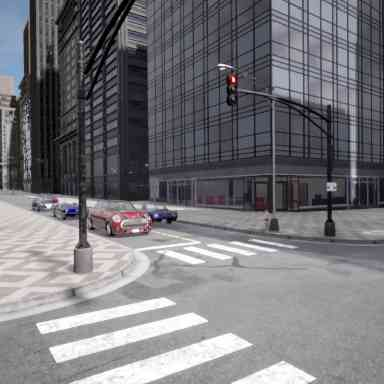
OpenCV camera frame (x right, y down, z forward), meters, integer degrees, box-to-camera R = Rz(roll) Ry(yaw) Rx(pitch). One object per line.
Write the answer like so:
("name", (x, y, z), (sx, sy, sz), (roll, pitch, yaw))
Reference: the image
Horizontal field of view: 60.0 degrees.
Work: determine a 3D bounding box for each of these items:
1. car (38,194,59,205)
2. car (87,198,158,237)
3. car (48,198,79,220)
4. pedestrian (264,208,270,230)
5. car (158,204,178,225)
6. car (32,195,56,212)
("car", (-21.002, 1.054, 48.565), (1.994, 1.385, 4.181), (-1, 1, -34))
("car", (-3.933, 1.234, 17.692), (2.097, 1.767, 4.553), (-1, 1, -34))
("car", (-9.607, 1.390, 26.075), (1.895, 1.301, 4.718), (-1, 1, -34))
("pedestrian", (3.892, 1.374, 17.276), (0.500, 1.100, 0.500), (0, 0, -34))
("car", (-2.911, 1.420, 21.890), (1.895, 1.301, 4.718), (-1, 1, -34))
("car", (-15.425, 1.180, 34.669), (2.128, 1.511, 4.902), (-1, 1, -34))
